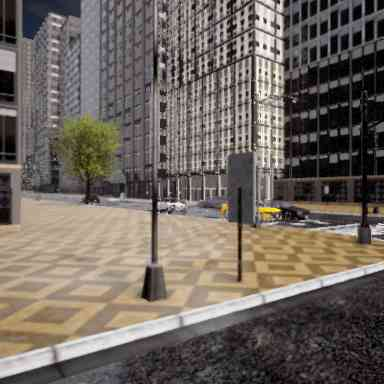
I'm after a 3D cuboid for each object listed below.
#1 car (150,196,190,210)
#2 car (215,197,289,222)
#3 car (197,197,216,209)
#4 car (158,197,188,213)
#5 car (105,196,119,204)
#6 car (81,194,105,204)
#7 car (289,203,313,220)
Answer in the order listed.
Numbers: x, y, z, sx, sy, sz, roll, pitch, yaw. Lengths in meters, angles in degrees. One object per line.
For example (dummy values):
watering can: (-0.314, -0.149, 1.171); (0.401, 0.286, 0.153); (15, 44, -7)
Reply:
car: (-2.676, 1.264, 39.148); (2.033, 1.411, 5.357); (0, 0, -37)
car: (4.263, 1.314, 24.401); (1.882, 1.535, 5.008); (0, 0, -37)
car: (2.822, 1.315, 37.524); (2.033, 1.411, 5.357); (0, 0, -36)
car: (-2.349, 1.273, 33.271); (1.812, 1.442, 4.674); (0, 1, -37)
car: (-13.511, 1.222, 53.846); (1.895, 1.301, 4.718); (0, 0, -37)
car: (-15.687, 1.061, 51.312); (1.837, 1.490, 4.892); (0, 0, -36)
car: (6.816, 1.394, 26.415); (2.033, 1.411, 5.357); (0, 0, -37)
